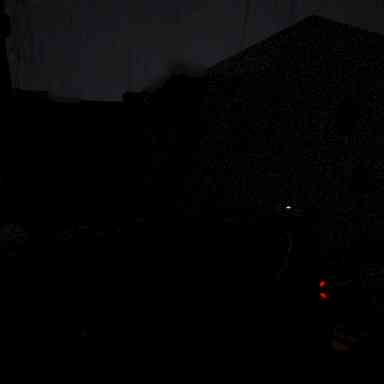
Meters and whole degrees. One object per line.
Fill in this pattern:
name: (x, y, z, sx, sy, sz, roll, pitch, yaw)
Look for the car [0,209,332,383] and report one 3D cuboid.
car: (-1.069, 1.227, 2.922, 5.566, 2.045, 2.150, 0, 0, -36)
